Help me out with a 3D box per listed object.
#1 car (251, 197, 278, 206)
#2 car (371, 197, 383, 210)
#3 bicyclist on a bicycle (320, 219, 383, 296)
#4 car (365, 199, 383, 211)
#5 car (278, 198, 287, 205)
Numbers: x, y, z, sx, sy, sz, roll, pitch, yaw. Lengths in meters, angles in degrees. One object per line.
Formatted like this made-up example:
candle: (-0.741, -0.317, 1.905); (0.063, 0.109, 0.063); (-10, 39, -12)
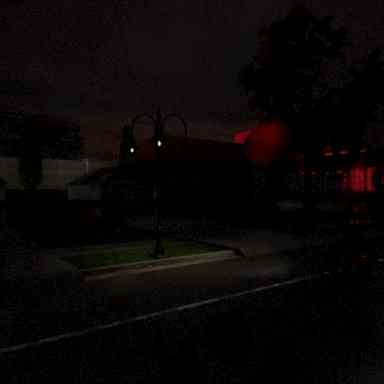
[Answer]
car: (11.580, 1.601, 56.105); (1.895, 1.301, 4.718); (0, 0, -34)
car: (25.364, 1.477, 41.636); (1.882, 1.535, 5.008); (0, 0, -34)
bicyclist on a bicycle: (3.655, 1.454, 7.634); (0.582, 1.620, 1.656); (0, -2, -35)
car: (23.032, 1.600, 38.825); (1.895, 1.301, 4.718); (0, 0, -34)
car: (14.194, 1.547, 58.501); (2.033, 1.411, 5.357); (0, 0, -34)
